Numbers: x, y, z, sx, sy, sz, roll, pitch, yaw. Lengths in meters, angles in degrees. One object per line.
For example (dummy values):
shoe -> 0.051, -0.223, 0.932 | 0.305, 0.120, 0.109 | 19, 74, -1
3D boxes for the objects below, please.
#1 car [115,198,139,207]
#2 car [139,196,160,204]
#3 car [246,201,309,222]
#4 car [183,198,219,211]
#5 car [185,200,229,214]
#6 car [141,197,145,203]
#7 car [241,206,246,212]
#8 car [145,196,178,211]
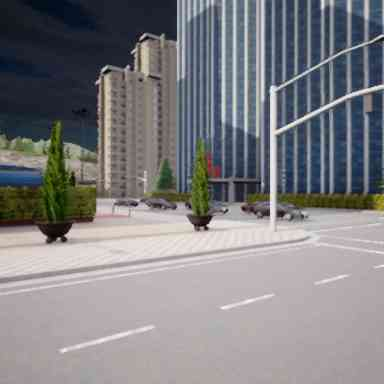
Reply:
car -> -10.048, 1.577, 51.136 | 2.033, 1.411, 5.357 | 0, 0, -36
car -> -8.642, 1.536, 67.350 | 2.128, 1.511, 4.902 | 0, 0, -36
car -> 7.182, 1.523, 27.268 | 2.128, 1.511, 4.902 | 0, 0, -36
car -> 1.061, 1.513, 41.691 | 1.882, 1.535, 5.008 | 0, 0, -36
car -> 1.771, 1.522, 34.735 | 2.128, 1.511, 4.902 | 0, 0, -36
car -> -5.156, 1.582, 50.311 | 2.033, 1.411, 5.357 | 0, 0, -36
car -> 7.179, 1.637, 33.230 | 1.895, 1.301, 4.718 | 0, 0, -36
car -> -3.684, 1.534, 42.282 | 1.837, 1.490, 4.892 | 0, 0, -36
